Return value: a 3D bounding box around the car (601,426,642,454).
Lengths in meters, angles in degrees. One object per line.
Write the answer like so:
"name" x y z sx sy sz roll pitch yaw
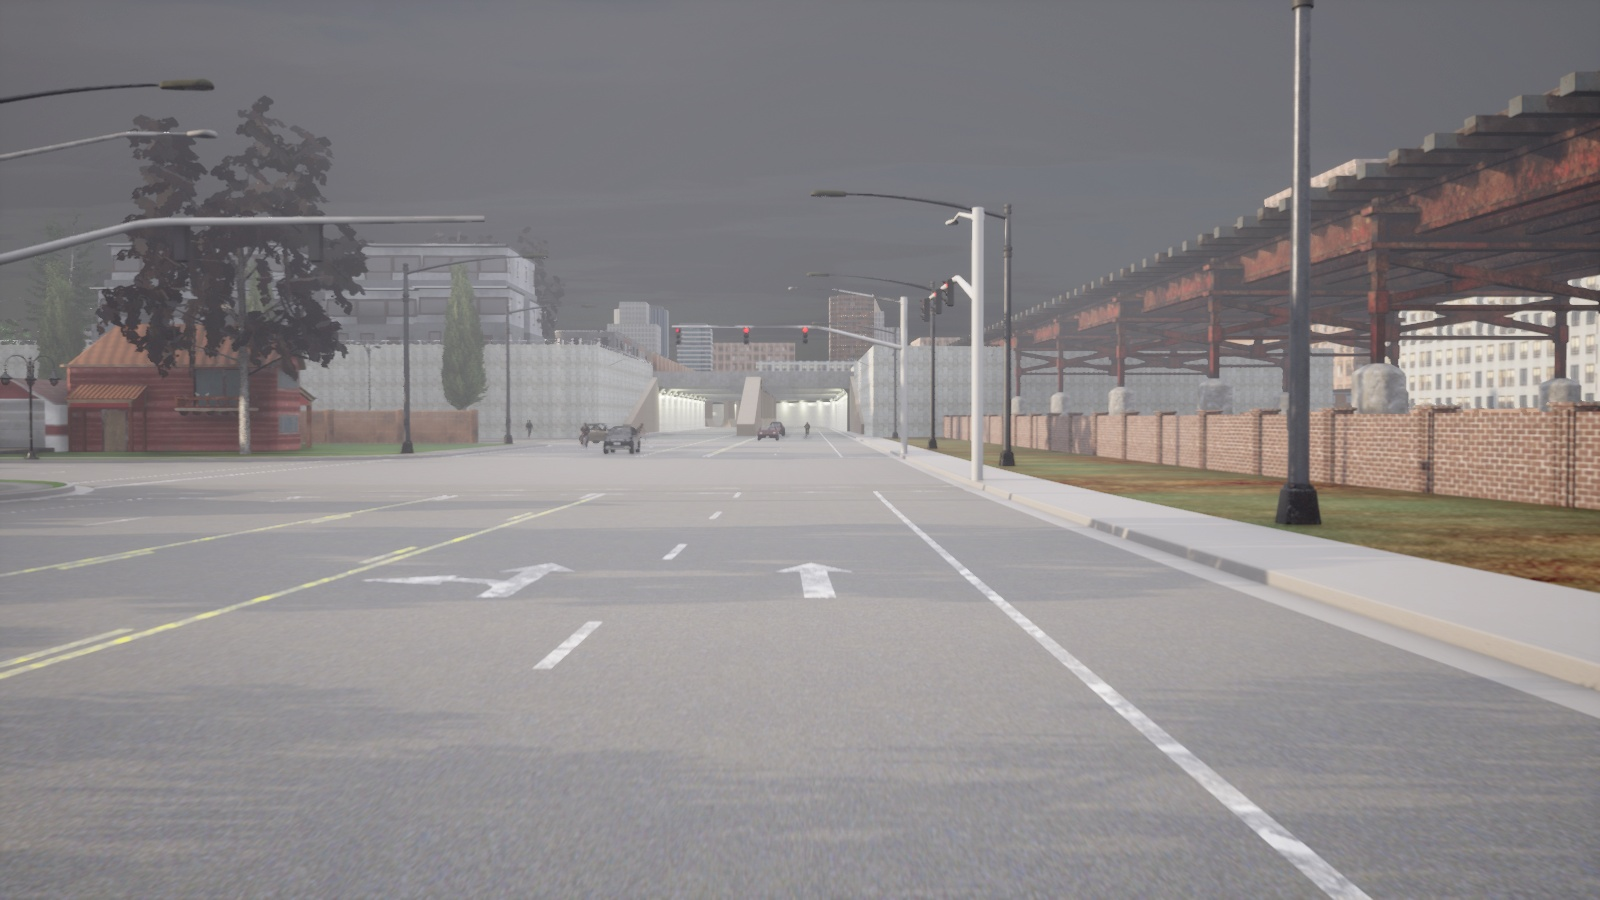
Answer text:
"car" -10.083 -0.577 71.008 1.789 1.549 3.705 0 1 0

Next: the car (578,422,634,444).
"car" -15.121 -1.336 97.759 3.988 1.617 1.851 1 1 30
